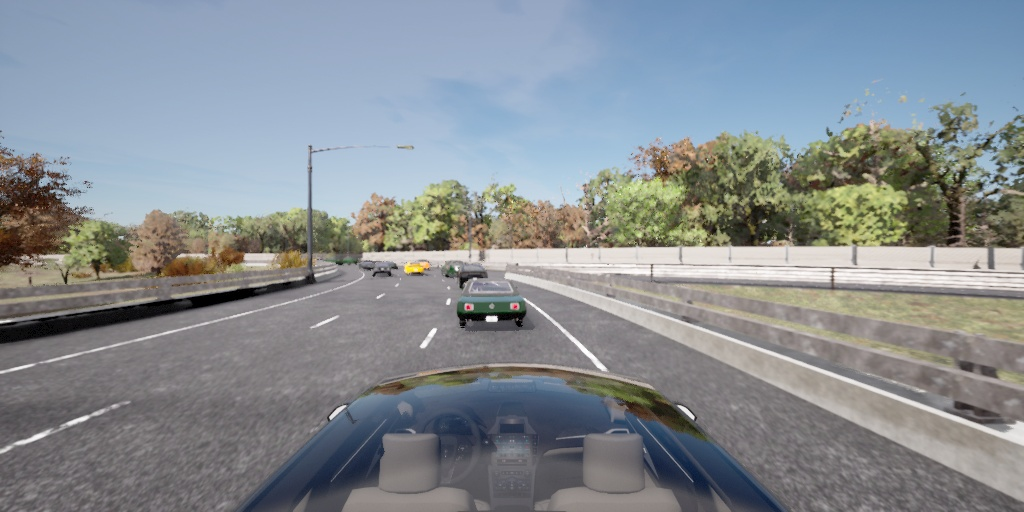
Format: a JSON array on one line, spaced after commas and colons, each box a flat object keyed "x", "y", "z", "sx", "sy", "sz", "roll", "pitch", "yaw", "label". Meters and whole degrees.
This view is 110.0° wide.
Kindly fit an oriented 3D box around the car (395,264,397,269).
[{"x": -20.312, "y": 1.505, "z": 58.814, "sx": 1.994, "sy": 1.385, "sz": 4.181, "roll": 0, "pitch": 0, "yaw": -32, "label": "car"}]

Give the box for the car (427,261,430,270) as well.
[{"x": -14.217, "y": 1.273, "z": 55.383, "sx": 2.097, "sy": 1.767, "sz": 4.553, "roll": 0, "pitch": 0, "yaw": -28, "label": "car"}]

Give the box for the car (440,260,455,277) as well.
[{"x": -6.072, "y": 1.207, "z": 36.787, "sx": 2.097, "sy": 1.767, "sz": 4.553, "roll": 0, "pitch": 0, "yaw": -18, "label": "car"}]

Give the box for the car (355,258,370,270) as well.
[{"x": -22.848, "y": 1.502, "z": 56.263, "sx": 1.994, "sy": 1.385, "sz": 4.181, "roll": 0, "pitch": 0, "yaw": -32, "label": "car"}]

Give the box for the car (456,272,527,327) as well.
[{"x": -0.738, "y": 1.380, "z": 11.694, "sx": 1.895, "sy": 1.301, "sz": 4.718, "roll": 0, "pitch": 0, "yaw": -5, "label": "car"}]

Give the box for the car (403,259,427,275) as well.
[{"x": -11.326, "y": 1.355, "z": 41.155, "sx": 1.882, "sy": 1.535, "sz": 5.008, "roll": 0, "pitch": 0, "yaw": -21, "label": "car"}]

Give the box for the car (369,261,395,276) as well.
[{"x": -14.569, "y": 1.426, "z": 40.021, "sx": 2.033, "sy": 1.411, "sz": 5.357, "roll": 0, "pitch": 0, "yaw": -22, "label": "car"}]

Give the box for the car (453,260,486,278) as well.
[{"x": -2.868, "y": 1.297, "z": 24.940, "sx": 1.882, "sy": 1.535, "sz": 5.008, "roll": 0, "pitch": 0, "yaw": -12, "label": "car"}]
